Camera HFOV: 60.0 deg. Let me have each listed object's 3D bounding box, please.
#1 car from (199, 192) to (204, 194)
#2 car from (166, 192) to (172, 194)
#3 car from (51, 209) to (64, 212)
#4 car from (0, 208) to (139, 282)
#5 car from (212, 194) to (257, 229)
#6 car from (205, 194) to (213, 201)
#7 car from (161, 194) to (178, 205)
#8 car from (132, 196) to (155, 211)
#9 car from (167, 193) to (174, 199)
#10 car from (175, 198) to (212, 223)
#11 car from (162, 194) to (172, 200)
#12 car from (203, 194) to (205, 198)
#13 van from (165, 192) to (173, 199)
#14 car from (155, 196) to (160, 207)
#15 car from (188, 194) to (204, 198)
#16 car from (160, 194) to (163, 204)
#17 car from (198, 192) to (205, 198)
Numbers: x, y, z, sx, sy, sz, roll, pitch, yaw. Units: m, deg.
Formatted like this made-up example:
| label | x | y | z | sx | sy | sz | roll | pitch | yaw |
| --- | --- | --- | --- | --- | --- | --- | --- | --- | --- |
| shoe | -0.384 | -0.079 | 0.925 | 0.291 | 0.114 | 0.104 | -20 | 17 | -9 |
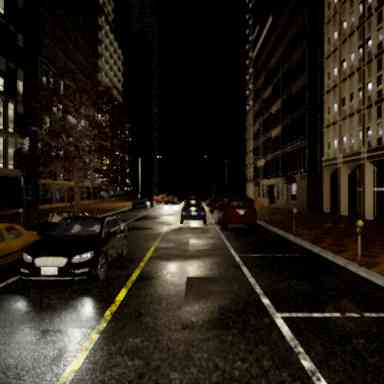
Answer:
| label | x | y | z | sx | sy | sz | roll | pitch | yaw |
| --- | --- | --- | --- | --- | --- | --- | --- | --- | --- |
| car | 2.665 | 1.140 | 71.665 | 1.947 | 1.339 | 4.313 | 0 | 0 | 0 |
| car | -5.714 | 1.161 | 65.982 | 2.008 | 1.369 | 4.403 | 0 | 0 | 0 |
| car | -5.693 | 1.469 | 14.753 | 2.008 | 1.369 | 4.403 | 0 | 0 | 0 |
| car | -3.104 | 1.438 | 9.679 | 2.128 | 1.511 | 4.902 | 0 | 0 | 0 |
| car | 2.687 | 1.202 | 20.435 | 2.192 | 1.841 | 5.009 | 0 | 0 | 0 |
| car | 2.682 | 1.137 | 31.820 | 2.192 | 1.841 | 5.009 | 0 | 0 | 0 |
| car | -3.100 | 1.312 | 50.122 | 1.895 | 1.301 | 4.718 | 0 | 0 | 0 |
| car | -5.702 | 1.338 | 37.521 | 2.008 | 1.369 | 4.403 | 0 | 0 | 0 |
| car | -5.722 | 1.044 | 88.751 | 1.802 | 1.307 | 4.206 | 0 | 0 | 0 |
| car | 0.091 | 1.414 | 23.987 | 2.033 | 1.411 | 5.357 | 0 | 0 | 0 |
| car | -5.718 | 1.081 | 77.366 | 1.887 | 1.381 | 4.507 | 0 | 0 | 0 |
| car | 2.676 | 1.278 | 43.374 | 1.752 | 1.417 | 4.829 | 0 | 0 | 0 |
| van | -5.719 | 0.841 | 83.058 | 1.690 | 1.788 | 3.998 | 0 | 0 | 0 |
| car | -5.705 | 1.319 | 43.214 | 1.947 | 1.339 | 4.313 | 0 | 0 | 0 |
| car | 0.084 | 1.312 | 41.423 | 2.033 | 1.411 | 5.357 | 0 | 0 | 0 |
| car | -5.709 | 1.265 | 54.597 | 1.802 | 1.307 | 4.206 | 0 | 0 | 0 |
| car | 2.657 | 0.864 | 94.431 | 1.967 | 1.590 | 4.097 | 0 | 0 | 0 |
